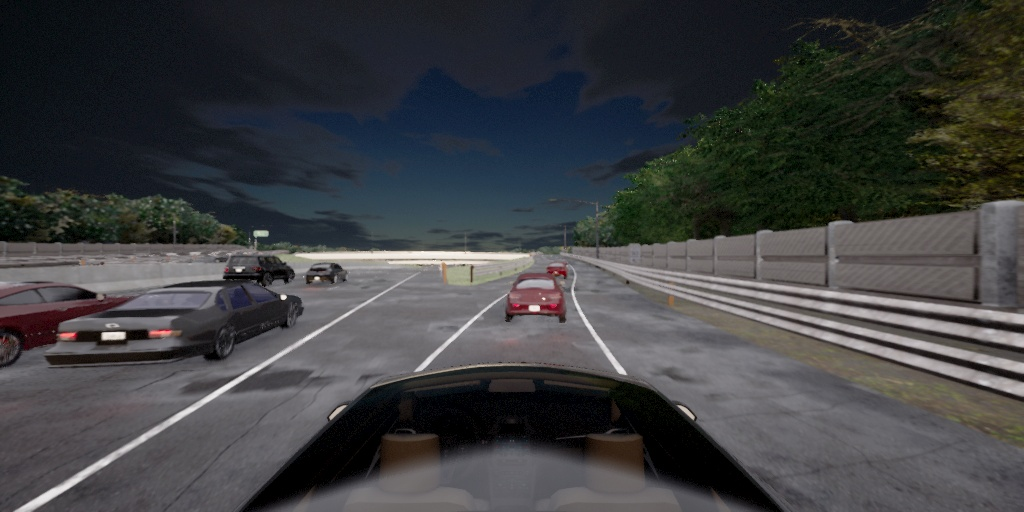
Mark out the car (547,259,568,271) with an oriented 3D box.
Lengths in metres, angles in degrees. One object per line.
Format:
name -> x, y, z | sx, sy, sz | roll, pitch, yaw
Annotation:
car -> 4.260, 1.289, 33.905 | 1.882, 1.535, 5.008 | 0, 0, 10

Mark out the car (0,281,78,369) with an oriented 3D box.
car -> -9.866, 1.225, 7.240 | 1.812, 1.442, 4.674 | 0, 0, -11

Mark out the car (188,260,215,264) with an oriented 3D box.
car -> -29.223, 1.301, 33.294 | 1.812, 1.442, 4.674 | 0, -1, -10

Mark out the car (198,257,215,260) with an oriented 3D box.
car -> -34.127, 1.080, 40.618 | 2.150, 2.045, 5.566 | 0, -1, -10

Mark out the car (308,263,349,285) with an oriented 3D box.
car -> -13.476, 1.258, 26.349 | 1.837, 1.490, 4.892 | 0, 0, -11

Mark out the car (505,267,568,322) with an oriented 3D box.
car -> 0.838, 1.289, 12.249 | 1.812, 1.442, 4.674 | 0, 0, 5

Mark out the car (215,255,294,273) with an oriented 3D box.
car -> -16.537, 0.948, 23.699 | 2.150, 2.045, 5.566 | 0, 0, -11

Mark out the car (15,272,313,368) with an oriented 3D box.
car -> -6.535, 1.261, 7.924 | 2.033, 1.411, 5.357 | 0, 0, -11
